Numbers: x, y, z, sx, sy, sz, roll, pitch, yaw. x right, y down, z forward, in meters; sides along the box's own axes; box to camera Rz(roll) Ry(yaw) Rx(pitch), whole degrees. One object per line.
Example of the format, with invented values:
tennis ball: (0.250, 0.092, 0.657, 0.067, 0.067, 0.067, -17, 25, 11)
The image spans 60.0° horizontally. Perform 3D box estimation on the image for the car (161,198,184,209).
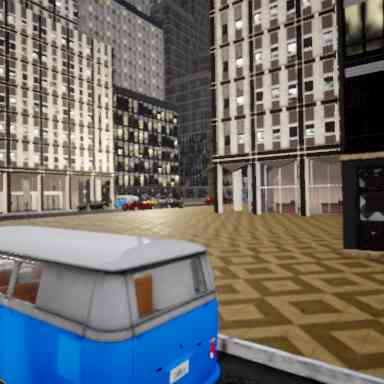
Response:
car: (-2.740, 1.503, 42.751, 2.008, 1.369, 4.403, -1, 0, 36)

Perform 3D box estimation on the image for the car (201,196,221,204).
car: (3.826, 1.557, 65.867, 1.802, 1.307, 4.206, -1, 0, 36)

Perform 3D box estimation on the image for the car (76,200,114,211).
car: (-12.853, 1.763, 43.127, 1.947, 1.339, 4.313, -1, 0, 36)

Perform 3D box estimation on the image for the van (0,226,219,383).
van: (-1.617, 1.378, 4.046, 3.998, 1.788, 1.690, -1, -1, 36)

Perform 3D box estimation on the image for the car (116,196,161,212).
car: (-6.074, 1.541, 38.205, 1.887, 1.381, 4.507, -1, 0, 36)

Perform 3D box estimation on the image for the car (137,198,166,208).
car: (-6.283, 1.635, 52.086, 1.752, 1.417, 4.829, -1, 0, 36)

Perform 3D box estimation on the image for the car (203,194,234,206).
car: (3.925, 1.179, 51.844, 2.192, 1.841, 5.009, -1, 0, 36)

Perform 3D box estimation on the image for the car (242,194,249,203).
car: (7.264, 1.371, 56.389, 2.008, 1.369, 4.403, -1, 0, 36)

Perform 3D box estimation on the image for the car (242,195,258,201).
car: (13.833, 1.381, 79.512, 1.887, 1.381, 4.507, -1, 0, 36)

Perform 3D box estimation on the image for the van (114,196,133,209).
van: (-9.521, 1.494, 47.675, 1.690, 1.788, 3.998, -1, 0, 36)

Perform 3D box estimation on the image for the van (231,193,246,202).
van: (10.494, 1.224, 74.964, 1.690, 1.788, 3.998, -1, 0, 36)

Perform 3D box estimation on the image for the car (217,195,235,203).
car: (7.160, 1.370, 70.416, 1.967, 1.590, 4.097, -1, 0, 36)
